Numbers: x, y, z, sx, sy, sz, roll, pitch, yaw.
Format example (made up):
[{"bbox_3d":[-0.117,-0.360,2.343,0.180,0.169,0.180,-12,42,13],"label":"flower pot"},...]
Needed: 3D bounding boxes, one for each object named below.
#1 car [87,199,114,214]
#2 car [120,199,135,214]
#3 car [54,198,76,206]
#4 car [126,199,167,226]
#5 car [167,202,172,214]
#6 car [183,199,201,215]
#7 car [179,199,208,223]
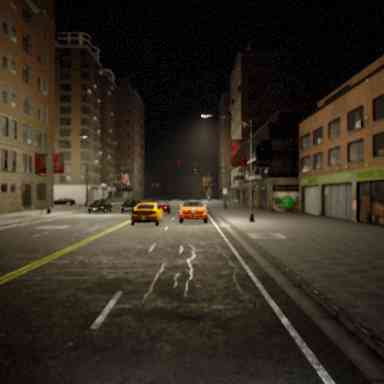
[{"bbox_3d":[-9.801,1.566,35.875,1.837,1.490,4.892,0,-1,0],"label":"car"},{"bbox_3d":[-6.549,1.567,36.215,1.837,1.490,4.892,0,-1,1],"label":"car"},{"bbox_3d":[-22.142,1.687,56.993,4.313,1.339,1.947,0,0,0],"label":"car"},{"bbox_3d":[-3.146,1.517,24.028,1.882,1.535,5.008,0,0,0],"label":"car"},{"bbox_3d":[-3.245,1.661,35.870,1.895,1.301,4.718,0,0,0],"label":"car"},{"bbox_3d":[0.005,1.537,35.863,1.882,1.535,5.008,0,0,0],"label":"car"},{"bbox_3d":[0.102,1.395,25.822,2.097,1.767,4.553,0,0,0],"label":"car"}]
